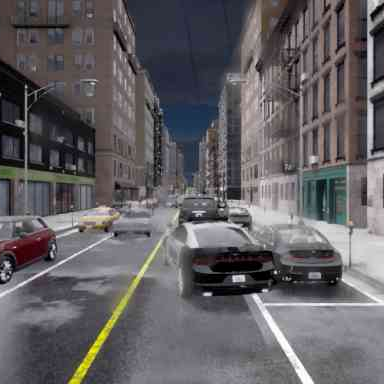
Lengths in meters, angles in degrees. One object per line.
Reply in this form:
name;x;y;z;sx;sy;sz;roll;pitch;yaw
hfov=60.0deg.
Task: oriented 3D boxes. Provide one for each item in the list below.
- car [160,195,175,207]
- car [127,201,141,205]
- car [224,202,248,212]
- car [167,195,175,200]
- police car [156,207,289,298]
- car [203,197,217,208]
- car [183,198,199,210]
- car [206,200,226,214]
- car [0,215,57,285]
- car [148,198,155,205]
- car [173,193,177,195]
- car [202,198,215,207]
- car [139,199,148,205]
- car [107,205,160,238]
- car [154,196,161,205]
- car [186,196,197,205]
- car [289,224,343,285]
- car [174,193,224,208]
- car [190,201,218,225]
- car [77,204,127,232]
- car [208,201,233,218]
car;-2.853;1.484;44.033;2.128;1.511;4.902;0;0;0
car;-5.447;1.564;25.510;1.947;1.339;4.313;0;0;0
car;2.591;1.549;20.107;2.008;1.369;4.403;0;0;0
car;-5.600;1.502;89.904;1.887;1.381;4.507;0;0;0
police car;0.362;1.424;8.790;1.930;1.638;5.238;0;0;-12
car;2.527;1.515;47.341;1.752;1.417;4.829;0;0;0
car;-0.095;1.539;45.325;2.033;1.411;5.357;0;0;0
car;2.553;1.562;36.345;1.947;1.339;4.313;0;0;0
car;-5.408;1.440;9.272;1.967;1.590;4.097;0;0;0
car;-5.472;1.578;36.336;1.802;1.307;4.206;0;0;0
car;-5.587;1.513;84.450;2.008;1.369;4.403;0;0;0
car;2.514;1.568;52.584;1.802;1.307;4.206;0;0;0
car;-5.459;1.523;30.753;1.752;1.417;4.829;0;0;0
car;-2.889;1.599;17.816;1.895;1.301;4.718;0;0;0
car;-5.485;1.544;41.748;2.008;1.369;4.403;0;0;0
car;-0.140;1.507;59.349;1.812;1.442;4.674;0;0;0
car;2.617;1.550;9.282;2.008;1.369;4.403;0;0;0
car;0.439;1.221;18.875;2.150;2.045;5.566;0;0;2
car;0.768;1.476;24.806;1.882;1.535;5.008;0;0;0
car;-5.433;1.524;19.927;1.752;1.417;4.829;0;0;0
car;2.566;1.563;30.933;1.947;1.339;4.313;0;0;0
